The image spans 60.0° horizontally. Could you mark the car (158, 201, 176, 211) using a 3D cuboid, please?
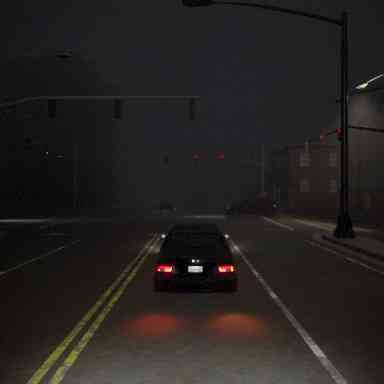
[{"bbox_3d":[-3.538,2.008,45.961,1.812,1.442,4.674,0,-4,0],"label":"car"}]

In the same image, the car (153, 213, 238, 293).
[{"bbox_3d":[0.083,1.547,8.988,2.033,1.411,5.357,0,0,0],"label":"car"}]

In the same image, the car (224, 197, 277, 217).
[{"bbox_3d":[5.123,1.276,29.543,4.553,1.767,2.097,-1,0,1],"label":"car"}]
